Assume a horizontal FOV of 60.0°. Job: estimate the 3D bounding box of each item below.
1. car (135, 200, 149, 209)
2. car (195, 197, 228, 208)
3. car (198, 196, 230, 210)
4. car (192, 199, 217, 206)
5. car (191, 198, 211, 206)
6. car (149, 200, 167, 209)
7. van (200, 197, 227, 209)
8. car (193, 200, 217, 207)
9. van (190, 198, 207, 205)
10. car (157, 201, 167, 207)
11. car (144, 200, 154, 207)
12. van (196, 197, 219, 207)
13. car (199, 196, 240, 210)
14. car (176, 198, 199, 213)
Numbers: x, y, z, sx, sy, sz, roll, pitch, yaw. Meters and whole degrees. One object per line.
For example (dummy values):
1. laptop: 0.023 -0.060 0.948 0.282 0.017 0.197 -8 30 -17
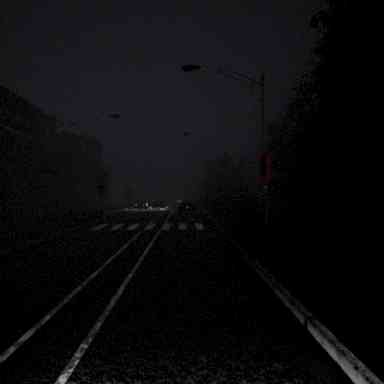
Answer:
1. car: -8.538 2.098 56.174 1.837 1.490 4.892 0 -1 -2
2. car: 3.553 1.919 61.219 5.566 2.045 2.435 1 -2 -23
3. car: 4.294 1.558 46.447 5.566 2.045 2.435 1 -2 -23
4. car: 2.946 2.497 76.059 5.366 1.575 1.946 1 -2 -23
5. car: 2.257 2.547 84.878 4.553 1.767 2.185 1 -1 -24
6. car: -5.742 2.095 56.333 1.837 1.490 4.892 0 -1 -2
7. van: 3.778 1.876 58.300 4.442 1.987 1.878 1 -2 -23
8. car: 2.948 2.465 73.040 4.792 1.488 2.163 1 -2 -23
9. van: 1.803 2.610 93.836 4.442 1.987 1.878 1 -1 -24
10. car: -6.498 2.548 72.233 1.895 1.301 4.718 0 -1 -3
11. car: -9.296 2.481 72.106 1.812 1.442 4.674 0 -1 -3
12. van: 3.177 2.147 70.125 4.442 1.987 1.878 1 -2 -23
13. car: 4.099 1.630 49.368 5.566 2.045 2.435 1 -1 -23
14. car: -0.566 1.682 37.600 1.994 1.385 4.181 0 -1 -2
